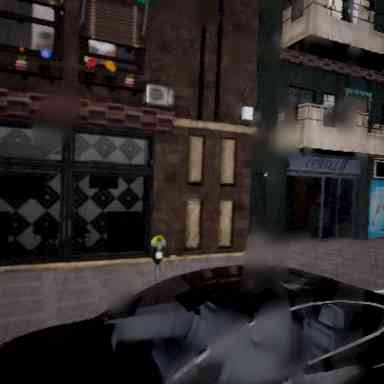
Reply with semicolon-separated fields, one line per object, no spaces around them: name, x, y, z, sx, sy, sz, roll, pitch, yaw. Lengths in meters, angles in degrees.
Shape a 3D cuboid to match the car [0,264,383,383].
car;0.274;1.455;2.980;4.313;1.339;1.947;1;2;-24
